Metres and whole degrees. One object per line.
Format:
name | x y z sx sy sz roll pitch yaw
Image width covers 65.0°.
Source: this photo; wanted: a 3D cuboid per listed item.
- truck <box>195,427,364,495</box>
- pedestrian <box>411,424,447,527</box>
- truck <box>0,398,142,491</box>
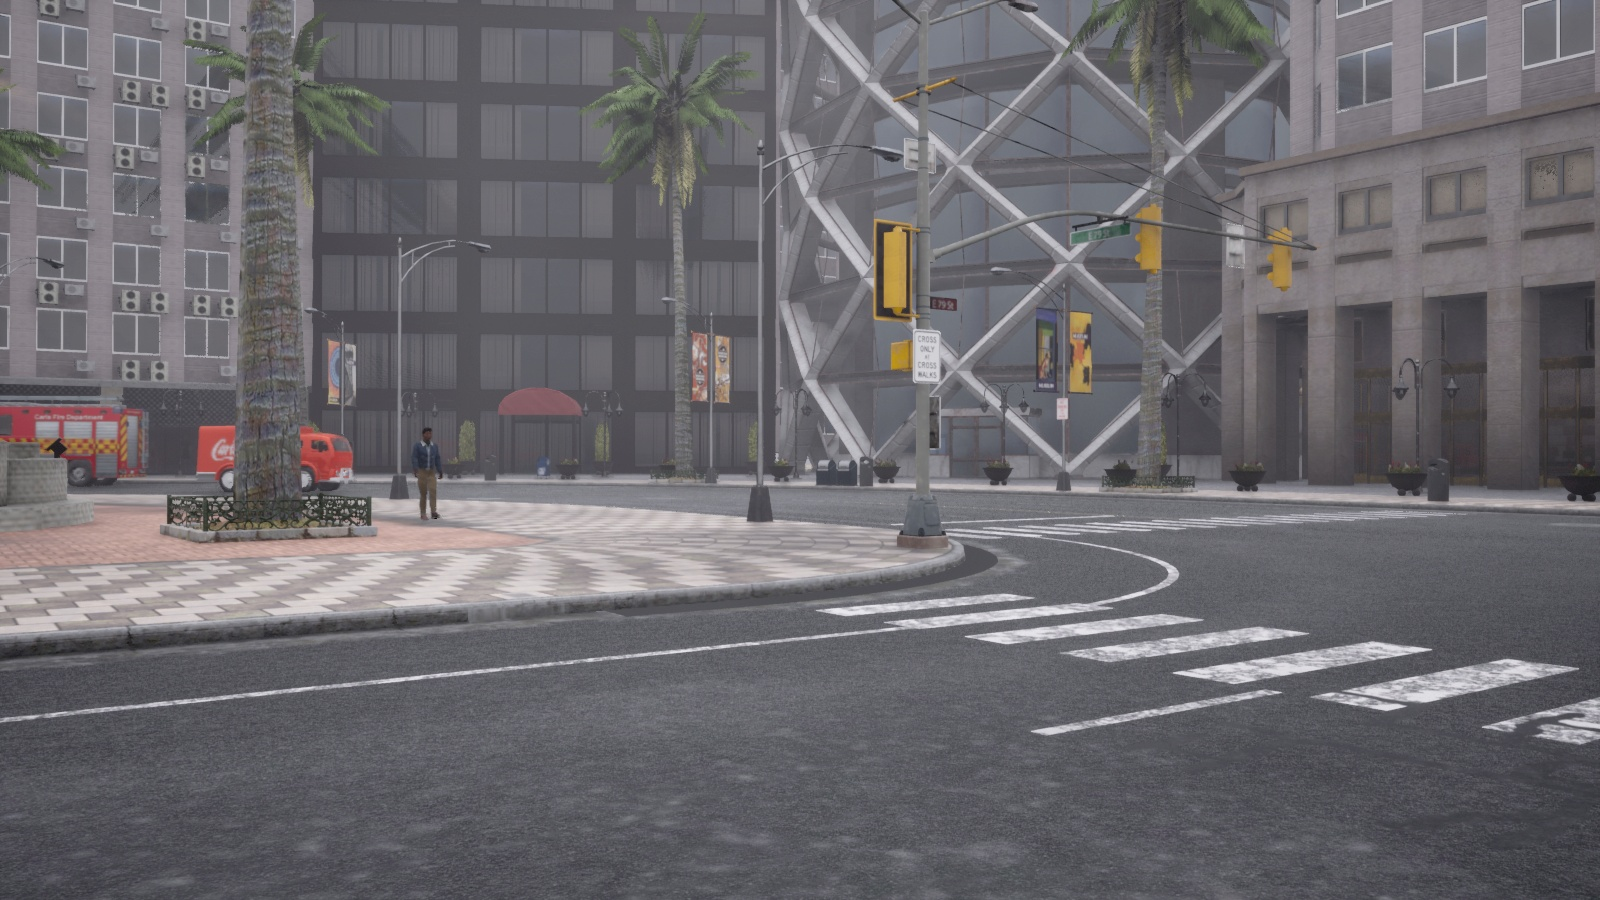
truck | -19.316 0.413 46.788 5.204 2.467 2.627 0 0 6
pedestrian | -7.135 0.476 24.172 0.423 1.949 0.788 0 0 -36
truck | -33.036 -0.219 53.395 8.468 3.827 2.891 0 0 -7
